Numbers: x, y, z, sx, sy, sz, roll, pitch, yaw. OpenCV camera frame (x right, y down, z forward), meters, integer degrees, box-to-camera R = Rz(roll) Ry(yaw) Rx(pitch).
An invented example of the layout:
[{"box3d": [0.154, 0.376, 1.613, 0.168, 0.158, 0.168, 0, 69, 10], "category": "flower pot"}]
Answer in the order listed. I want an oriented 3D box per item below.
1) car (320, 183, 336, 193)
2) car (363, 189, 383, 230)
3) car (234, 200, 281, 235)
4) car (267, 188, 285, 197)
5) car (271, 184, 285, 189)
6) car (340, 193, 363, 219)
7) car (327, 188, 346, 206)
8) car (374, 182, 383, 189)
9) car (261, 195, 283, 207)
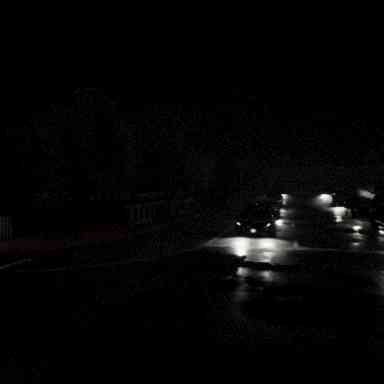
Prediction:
[{"box3d": [19.934, -0.668, 48.860, 1.895, 1.301, 4.718, 0, 7, 17], "category": "car"}, {"box3d": [10.418, 1.036, 16.467, 2.150, 2.045, 5.566, 0, 0, 16], "category": "car"}, {"box3d": [3.579, 1.390, 18.027, 2.033, 1.411, 5.357, 0, 0, 16], "category": "car"}, {"box3d": [8.963, 0.747, 36.576, 1.837, 1.490, 4.892, 0, 4, 17], "category": "car"}, {"box3d": [12.909, -0.549, 49.828, 1.994, 1.385, 4.181, 0, 7, 17], "category": "car"}, {"box3d": [13.158, 1.148, 25.928, 1.882, 1.535, 5.008, 0, 2, 16], "category": "car"}, {"box3d": [15.962, 0.717, 35.562, 1.994, 1.385, 4.181, 0, 4, 16], "category": "car"}, {"box3d": [26.349, -0.624, 45.441, 1.882, 1.535, 5.008, 0, 7, 16], "category": "car"}, {"box3d": [6.163, 1.245, 26.937, 1.812, 1.442, 4.674, 0, 1, 16], "category": "car"}]
